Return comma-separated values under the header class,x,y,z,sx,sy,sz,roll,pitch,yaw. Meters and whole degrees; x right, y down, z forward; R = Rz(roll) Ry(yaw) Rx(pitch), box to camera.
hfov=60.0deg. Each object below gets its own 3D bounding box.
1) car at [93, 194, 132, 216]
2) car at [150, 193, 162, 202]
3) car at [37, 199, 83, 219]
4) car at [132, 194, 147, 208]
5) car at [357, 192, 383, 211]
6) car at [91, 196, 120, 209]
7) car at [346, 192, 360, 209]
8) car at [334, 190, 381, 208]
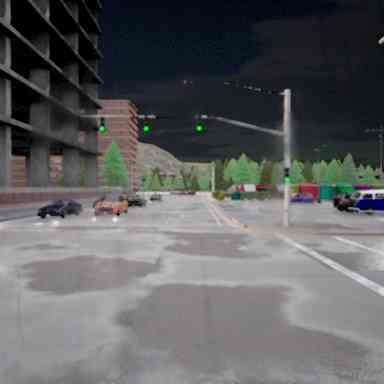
class,x,y,z,sx,sy,sz,roll,pitch,yaw
car,-6.978,1.095,29.061,2.097,1.767,4.553,0,0,1
car,-6.505,0.995,60.381,1.837,1.490,4.892,0,0,1
car,-10.504,1.310,26.988,2.033,1.411,5.357,0,0,1
car,-6.830,1.246,41.076,1.895,1.301,4.718,0,0,1
car,22.036,1.092,38.882,3.806,1.475,1.970,0,0,1
car,-10.339,1.201,40.267,2.033,1.411,5.357,0,1,1
car,22.093,1.037,41.776,3.905,1.438,1.784,0,0,1
car,22.094,0.805,44.458,4.605,1.855,1.932,0,0,1
